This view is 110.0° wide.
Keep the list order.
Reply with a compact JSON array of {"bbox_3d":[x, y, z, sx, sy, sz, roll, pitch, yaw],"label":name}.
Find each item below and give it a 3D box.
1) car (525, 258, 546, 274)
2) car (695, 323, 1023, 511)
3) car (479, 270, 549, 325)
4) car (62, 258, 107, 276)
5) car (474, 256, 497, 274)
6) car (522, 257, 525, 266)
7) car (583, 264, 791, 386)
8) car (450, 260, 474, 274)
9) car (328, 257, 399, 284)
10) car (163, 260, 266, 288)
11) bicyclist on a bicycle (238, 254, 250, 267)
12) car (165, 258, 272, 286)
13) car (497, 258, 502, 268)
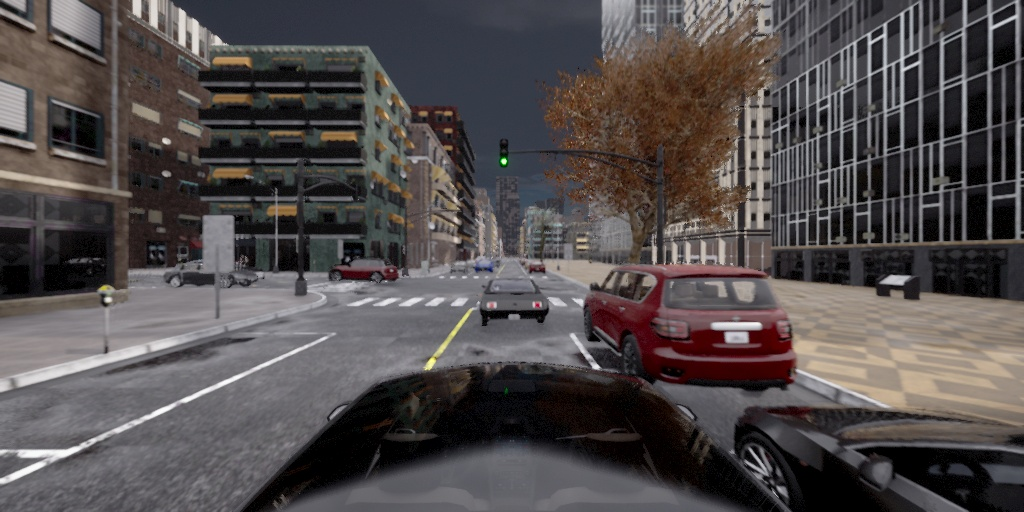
[{"bbox_3d":[2.697,1.201,39.076,1.888,1.381,4.507,0,0,0],"label":"car"},{"bbox_3d":[2.692,1.317,1.166,1.948,1.339,4.313,0,0,0],"label":"car"},{"bbox_3d":[-0.059,1.323,11.725,1.895,1.301,4.718,0,0,-3],"label":"car"},{"bbox_3d":[-33.184,0.796,27.876,4.403,1.370,2.007,0,0,-1],"label":"car"},{"bbox_3d":[-3.086,1.131,40.548,1.882,1.535,5.008,0,0,0],"label":"car"},{"bbox_3d":[2.699,1.160,50.312,1.751,1.417,4.829,0,0,0],"label":"car"},{"bbox_3d":[2.693,1.051,6.689,2.192,1.841,5.009,0,0,0],"label":"car"},{"bbox_3d":[-5.683,1.206,39.078,2.007,1.370,4.403,0,0,0],"label":"car"},{"bbox_3d":[-10.383,0.943,25.091,4.553,1.767,2.097,2,0,11],"label":"car"},{"bbox_3d":[-16.432,1.041,19.663,4.403,1.370,2.007,0,0,-1],"label":"car"},{"bbox_3d":[-23.164,0.679,30.922,0.582,1.620,1.656,1,0,-1],"label":"bicyclist on a bicycle"},{"bbox_3d":[-18.039,0.954,22.234,4.902,1.511,2.128,1,0,-1],"label":"car"},{"bbox_3d":[-3.057,1.189,56.235,1.994,1.385,4.181,0,0,0],"label":"car"}]
